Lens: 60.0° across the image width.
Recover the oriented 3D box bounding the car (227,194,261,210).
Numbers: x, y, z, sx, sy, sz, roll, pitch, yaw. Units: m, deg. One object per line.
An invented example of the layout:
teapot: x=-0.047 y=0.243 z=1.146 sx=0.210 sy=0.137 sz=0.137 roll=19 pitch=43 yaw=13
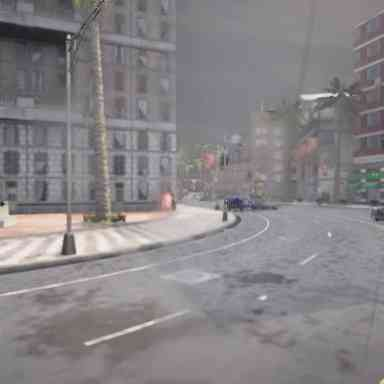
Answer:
car: x=6.431 y=1.224 z=43.428 sx=2.150 sy=2.045 sz=5.566 roll=0 pitch=0 yaw=-16

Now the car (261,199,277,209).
car: x=9.583 y=1.593 z=45.078 sx=1.895 sy=1.301 sz=4.718 roll=0 pitch=0 yaw=-17

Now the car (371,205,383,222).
car: x=14.221 y=1.511 z=23.200 sx=2.033 sy=1.411 sz=5.357 roll=0 pitch=0 yaw=12
